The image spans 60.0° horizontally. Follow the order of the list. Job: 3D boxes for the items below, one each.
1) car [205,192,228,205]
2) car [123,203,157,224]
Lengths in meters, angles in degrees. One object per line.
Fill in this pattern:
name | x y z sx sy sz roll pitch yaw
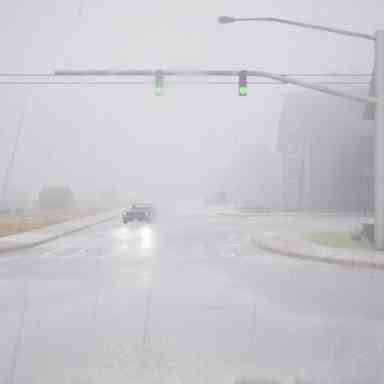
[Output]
car | 3.888 0.976 52.707 1.905 1.878 3.866 -8 4 -43
car | -3.706 1.515 24.084 1.895 1.301 4.718 0 0 0
